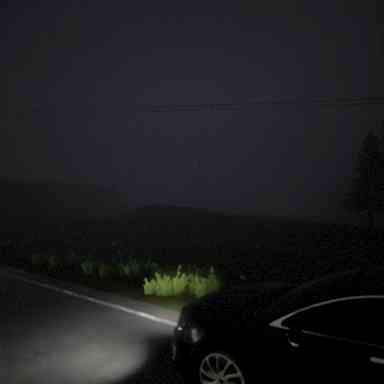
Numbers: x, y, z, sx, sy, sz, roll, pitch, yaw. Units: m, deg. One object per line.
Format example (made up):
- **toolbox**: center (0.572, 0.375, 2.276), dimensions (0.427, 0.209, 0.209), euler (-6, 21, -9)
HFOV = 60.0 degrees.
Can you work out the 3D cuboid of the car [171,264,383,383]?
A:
- **car**: center (2.020, 1.508, 3.215), dimensions (4.892, 1.490, 1.837), euler (1, 0, 35)
